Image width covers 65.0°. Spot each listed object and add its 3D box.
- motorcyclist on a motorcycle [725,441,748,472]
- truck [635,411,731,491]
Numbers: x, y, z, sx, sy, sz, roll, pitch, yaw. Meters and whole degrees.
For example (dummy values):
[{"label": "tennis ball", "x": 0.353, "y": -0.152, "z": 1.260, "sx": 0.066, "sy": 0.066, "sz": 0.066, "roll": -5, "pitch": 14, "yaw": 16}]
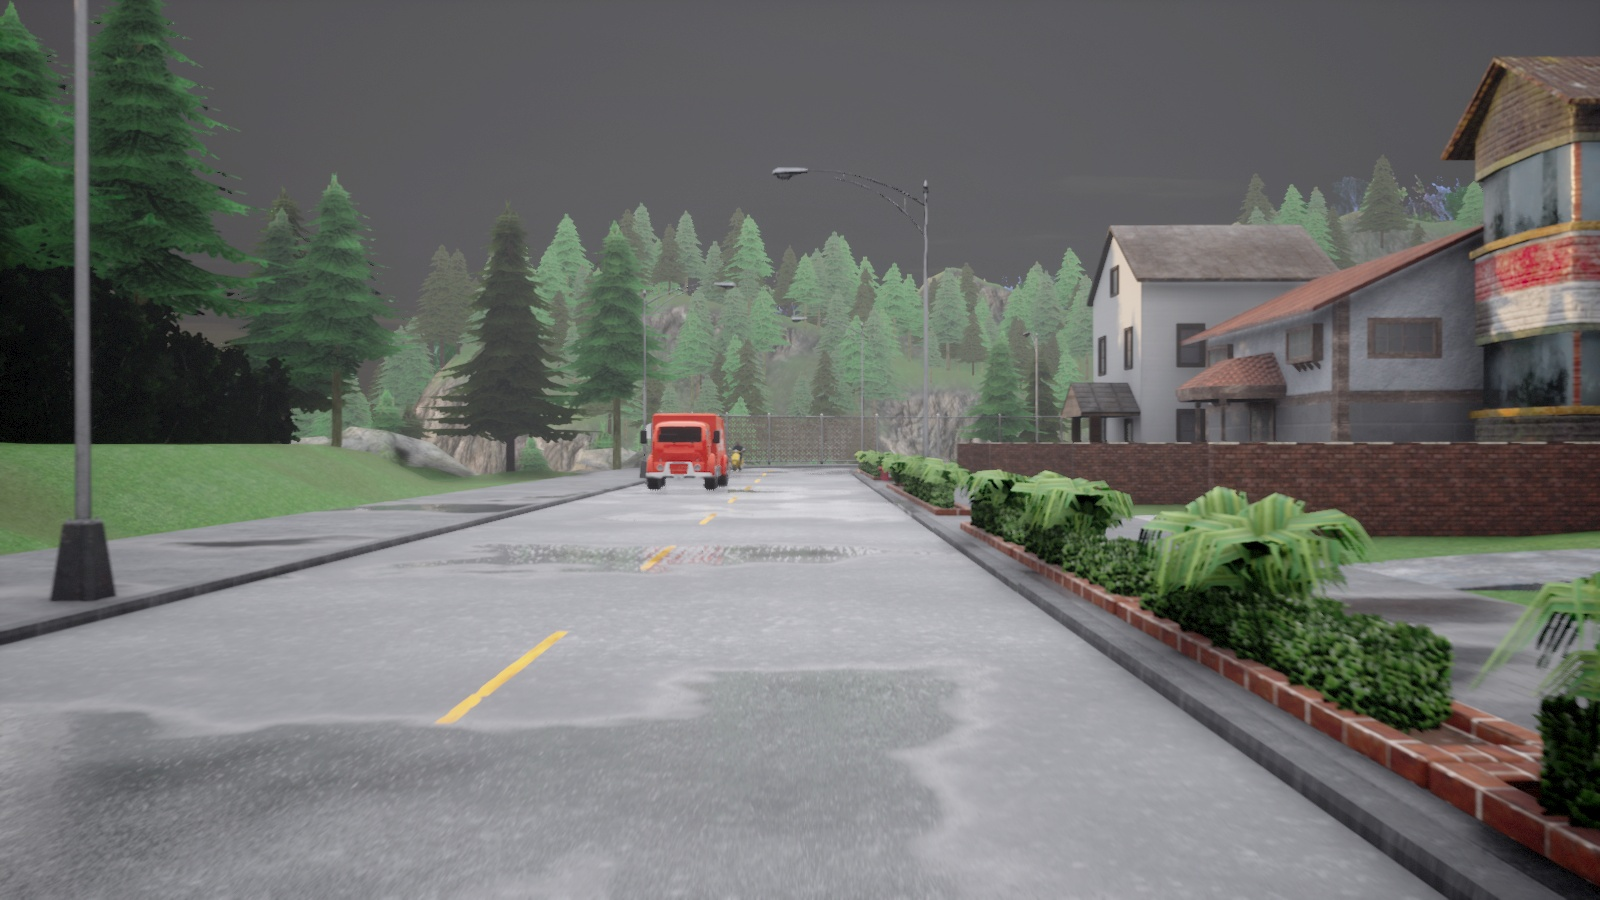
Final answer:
[{"label": "motorcyclist on a motorcycle", "x": -3.323, "y": 0.327, "z": 65.941, "sx": 0.866, "sy": 1.590, "sz": 1.817, "roll": 1, "pitch": 0, "yaw": 9}, {"label": "truck", "x": -3.749, "y": 0.029, "z": 41.317, "sx": 2.627, "sy": 2.467, "sz": 5.204, "roll": 0, "pitch": 0, "yaw": 0}]
